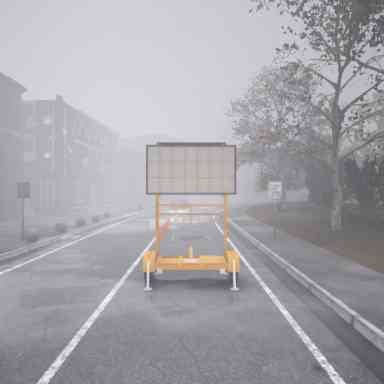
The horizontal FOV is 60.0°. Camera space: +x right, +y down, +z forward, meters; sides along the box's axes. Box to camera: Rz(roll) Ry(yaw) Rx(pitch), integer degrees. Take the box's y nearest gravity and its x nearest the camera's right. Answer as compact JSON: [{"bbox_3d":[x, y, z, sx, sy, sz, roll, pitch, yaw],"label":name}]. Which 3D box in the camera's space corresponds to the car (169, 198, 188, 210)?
[{"bbox_3d":[-1.735,1.498,43.683,2.128,1.511,4.902,0,0,8],"label":"car"}]

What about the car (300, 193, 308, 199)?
[{"bbox_3d":[27.906,0.809,79.197,4.902,1.511,2.128,-2,0,-28],"label":"car"}]

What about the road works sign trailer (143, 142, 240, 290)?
[{"bbox_3d":[-0.022,0.467,9.028,2.380,3.560,2.880,0,0,0],"label":"road works sign trailer"}]
